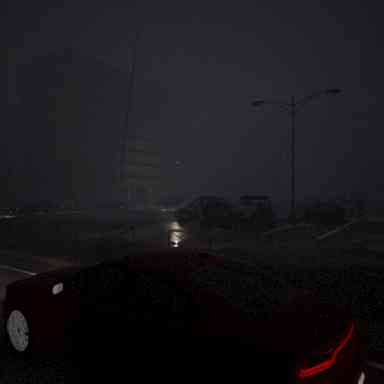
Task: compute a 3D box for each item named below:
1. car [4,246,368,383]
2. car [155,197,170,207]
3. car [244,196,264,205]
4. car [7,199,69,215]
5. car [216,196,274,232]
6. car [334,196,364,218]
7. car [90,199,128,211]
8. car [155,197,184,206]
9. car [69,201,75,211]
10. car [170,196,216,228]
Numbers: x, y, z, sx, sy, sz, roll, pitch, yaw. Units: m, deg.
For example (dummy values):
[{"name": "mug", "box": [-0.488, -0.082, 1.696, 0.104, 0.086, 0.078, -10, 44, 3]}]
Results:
[{"name": "car", "box": [-0.533, 1.478, 4.369, 5.008, 1.535, 1.882, 0, 0, 35]}, {"name": "car", "box": [-3.728, 1.490, 51.701, 2.128, 1.511, 4.902, 0, 0, 34]}, {"name": "car", "box": [11.491, 1.526, 61.506, 1.812, 1.442, 4.674, 0, 0, 34]}, {"name": "car", "box": [-15.730, 1.547, 33.846, 2.033, 1.411, 5.357, 0, 0, 34]}, {"name": "car", "box": [3.306, 1.156, 19.066, 1.905, 1.878, 3.866, 0, 0, 34]}, {"name": "car", "box": [15.329, 1.395, 32.023, 1.970, 1.475, 3.806, 0, 0, 34]}, {"name": "car", "box": [-10.373, 1.601, 41.832, 1.895, 1.301, 4.718, 0, 0, 34]}, {"name": "car", "box": [-3.838, 1.547, 57.764, 2.033, 1.411, 5.357, 0, 0, 34]}, {"name": "car", "box": [-16.183, 1.526, 39.433, 1.812, 1.442, 4.674, 0, 0, 34]}, {"name": "car", "box": [0.939, 1.153, 20.732, 1.932, 1.855, 4.605, 0, 0, 34]}]
